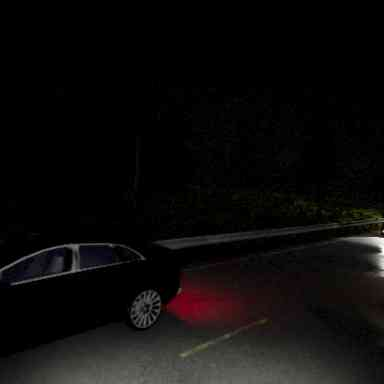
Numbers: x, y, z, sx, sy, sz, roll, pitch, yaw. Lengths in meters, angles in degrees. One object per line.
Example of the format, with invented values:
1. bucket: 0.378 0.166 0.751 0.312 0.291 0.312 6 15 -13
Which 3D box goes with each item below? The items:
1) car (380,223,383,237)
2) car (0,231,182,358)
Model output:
1. car: 12.984 2.025 20.039 4.181 1.385 1.994 2 0 -44
2. car: -2.325 1.383 4.922 4.902 1.511 2.128 2 1 -45
